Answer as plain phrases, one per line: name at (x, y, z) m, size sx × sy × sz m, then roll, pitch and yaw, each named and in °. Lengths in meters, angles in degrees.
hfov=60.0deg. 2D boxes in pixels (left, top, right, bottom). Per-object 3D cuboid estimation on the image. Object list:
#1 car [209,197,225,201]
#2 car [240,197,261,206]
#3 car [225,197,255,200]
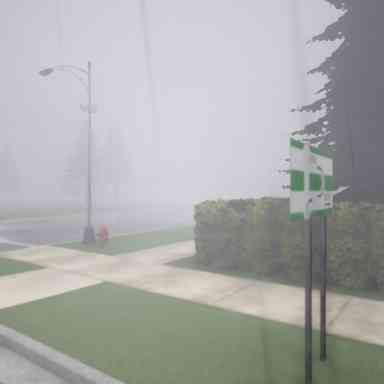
car at (4.035, 1.482, 49.104) m, size 1.882 × 1.535 × 5.008 m, roll 0°, pitch 0°, yaw 37°
car at (10.143, 1.568, 57.600) m, size 1.994 × 1.385 × 4.181 m, roll 0°, pitch 0°, yaw 36°
car at (7.144, 1.481, 47.427) m, size 1.882 × 1.535 × 5.008 m, roll 0°, pitch 0°, yaw 37°
